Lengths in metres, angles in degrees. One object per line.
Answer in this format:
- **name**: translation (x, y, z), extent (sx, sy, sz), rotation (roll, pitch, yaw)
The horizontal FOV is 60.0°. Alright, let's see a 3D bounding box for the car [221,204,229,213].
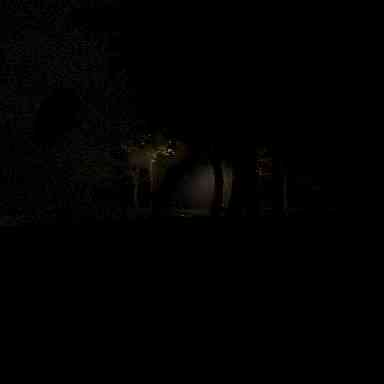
- **car**: translation (5.882, 3.178, 64.397), extent (2.097, 1.767, 4.553), rotation (1, -1, 32)

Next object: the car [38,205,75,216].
- **car**: translation (-17.583, 2.388, 43.275), extent (1.812, 1.442, 4.674), rotation (1, 0, 36)
